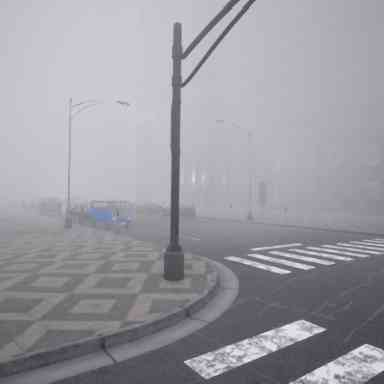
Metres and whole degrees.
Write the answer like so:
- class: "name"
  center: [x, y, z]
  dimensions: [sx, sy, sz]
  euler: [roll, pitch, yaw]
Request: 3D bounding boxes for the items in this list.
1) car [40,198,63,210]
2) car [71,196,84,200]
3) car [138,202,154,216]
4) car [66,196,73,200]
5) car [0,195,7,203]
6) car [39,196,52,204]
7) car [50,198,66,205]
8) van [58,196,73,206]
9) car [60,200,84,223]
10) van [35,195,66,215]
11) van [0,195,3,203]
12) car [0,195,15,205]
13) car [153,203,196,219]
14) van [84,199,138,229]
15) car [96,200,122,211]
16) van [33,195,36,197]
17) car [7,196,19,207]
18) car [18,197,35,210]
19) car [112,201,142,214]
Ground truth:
- class: "car"
  center: [-19.701, 1.659, 46.513]
  dimensions: [1.837, 1.490, 4.892]
  euler: [1, -1, -35]
- class: "car"
  center: [-17.393, 1.816, 53.242]
  dimensions: [1.887, 1.381, 4.507]
  euler: [1, -1, -35]
- class: "car"
  center: [-4.630, 1.731, 35.198]
  dimensions: [1.887, 1.381, 4.507]
  euler: [1, -1, -35]
- class: "car"
  center: [-20.582, 1.608, 57.755]
  dimensions: [2.192, 1.841, 5.009]
  euler: [1, -1, -35]
- class: "car"
  center: [-43.509, 1.565, 75.395]
  dimensions: [2.192, 1.841, 5.009]
  euler: [1, -1, -35]
- class: "car"
  center: [-33.347, 1.819, 75.798]
  dimensions: [1.967, 1.590, 4.097]
  euler: [1, -1, -35]
- class: "car"
  center: [-26.966, 1.887, 66.774]
  dimensions: [2.008, 1.369, 4.403]
  euler: [1, -1, -35]
- class: "van"
  center: [-23.773, 1.656, 62.266]
  dimensions: [1.690, 1.788, 3.998]
  euler: [1, -1, -35]
- class: "car"
  center: [-8.434, 1.559, 25.764]
  dimensions: [1.887, 1.381, 4.507]
  euler: [1, -1, -35]
- class: "van"
  center: [-14.810, 1.398, 34.790]
  dimensions: [1.690, 1.788, 3.998]
  euler: [1, -1, -35]
- class: "van"
  center: [-46.699, 1.614, 79.907]
  dimensions: [1.690, 1.788, 3.998]
  euler: [1, -1, -35]
- class: "car"
  center: [-37.036, 1.732, 66.231]
  dimensions: [1.752, 1.417, 4.829]
  euler: [1, -1, -35]
- class: "car"
  center: [-1.439, 1.710, 30.687]
  dimensions: [1.887, 1.381, 4.507]
  euler: [1, -1, -35]
- class: "van"
  center: [-5.243, 1.336, 21.255]
  dimensions: [1.690, 1.788, 3.998]
  euler: [1, -1, -35]
- class: "car"
  center: [-11.109, 1.755, 44.359]
  dimensions: [1.752, 1.417, 4.829]
  euler: [1, -1, -35]
- class: "van"
  center: [-36.536, 1.742, 80.309]
  dimensions: [1.690, 1.788, 3.998]
  euler: [1, -1, -35]
- class: "car"
  center: [-27.567, 1.693, 52.835]
  dimensions: [2.008, 1.369, 4.403]
  euler: [1, -1, -35]
- class: "car"
  center: [-21.190, 1.681, 43.811]
  dimensions: [1.802, 1.307, 4.206]
  euler: [1, -1, -35]
- class: "car"
  center: [-7.820, 1.752, 39.709]
  dimensions: [1.887, 1.381, 4.507]
  euler: [1, -1, -35]
